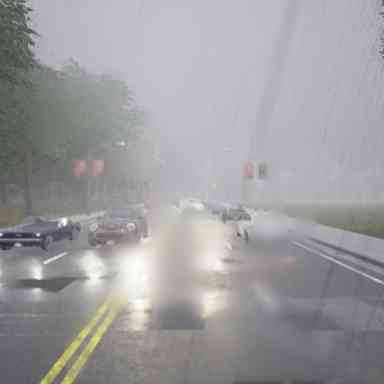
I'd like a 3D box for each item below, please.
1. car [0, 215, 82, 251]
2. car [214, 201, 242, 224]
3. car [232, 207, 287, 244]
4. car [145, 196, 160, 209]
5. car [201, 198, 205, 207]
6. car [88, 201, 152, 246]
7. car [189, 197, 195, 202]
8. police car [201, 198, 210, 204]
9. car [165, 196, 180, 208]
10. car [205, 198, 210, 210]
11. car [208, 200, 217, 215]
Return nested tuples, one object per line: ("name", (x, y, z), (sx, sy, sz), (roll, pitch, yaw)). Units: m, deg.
("car", (-6.603, 1.733, 14.862), (1.895, 1.301, 4.718), (0, -1, 0))
("car", (3.245, 1.731, 27.096), (2.128, 1.511, 4.902), (0, -1, 0))
("car", (3.341, 1.672, 16.481), (1.812, 1.442, 4.674), (0, -1, 0))
("car", (-6.564, 1.704, 55.556), (2.150, 2.045, 5.566), (0, -1, 1))
("car", (3.238, 2.093, 60.094), (1.994, 1.385, 4.181), (0, -1, 0))
("car", (-3.351, 1.493, 15.889), (2.097, 1.767, 4.553), (0, -1, 0))
("car", (-0.019, 2.234, 92.048), (1.895, 1.301, 4.718), (0, -1, 0))
("police car", (3.234, 2.235, 82.095), (2.038, 1.542, 4.974), (0, -1, 0))
("car", (-3.305, 1.727, 57.392), (2.150, 2.045, 5.566), (0, -1, 1))
("car", (3.240, 1.958, 49.095), (1.812, 1.442, 4.674), (0, -1, 0))
("car", (3.242, 1.900, 38.095), (1.994, 1.385, 4.181), (0, -1, 0))
